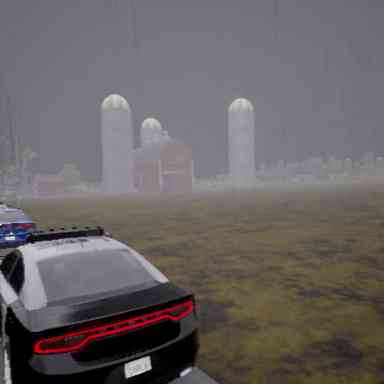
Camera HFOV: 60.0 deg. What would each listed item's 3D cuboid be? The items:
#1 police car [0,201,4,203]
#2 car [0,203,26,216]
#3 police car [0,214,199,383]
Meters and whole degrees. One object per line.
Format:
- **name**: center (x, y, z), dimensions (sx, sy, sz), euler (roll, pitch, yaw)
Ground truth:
- **police car**: center (-10.998, 1.358, 18.326), dimensions (1.930, 1.638, 5.238), euler (-2, 1, -34)
- **car**: center (-7.543, 1.412, 13.286), dimensions (1.882, 1.535, 5.008), euler (-2, 1, -34)
- **police car**: center (-1.955, 1.369, 5.126), dimensions (1.930, 1.638, 5.238), euler (-2, 1, -34)
